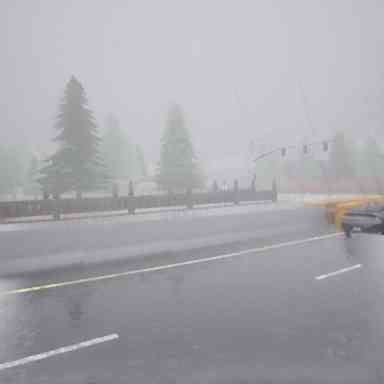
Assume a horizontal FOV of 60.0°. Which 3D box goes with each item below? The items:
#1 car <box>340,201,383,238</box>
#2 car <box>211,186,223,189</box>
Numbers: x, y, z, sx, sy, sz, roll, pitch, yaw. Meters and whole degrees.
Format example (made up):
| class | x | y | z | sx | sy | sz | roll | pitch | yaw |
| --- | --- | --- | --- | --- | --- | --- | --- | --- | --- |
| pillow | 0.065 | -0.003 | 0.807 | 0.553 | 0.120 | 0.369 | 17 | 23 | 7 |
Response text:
| class | x | y | z | sx | sy | sz | roll | pitch | yaw |
| --- | --- | --- | --- | --- | --- | --- | --- | --- | --- |
| car | 8.242 | 1.114 | 14.038 | 4.902 | 1.511 | 2.128 | -3 | 2 | -35 |
| car | 5.069 | -0.120 | 66.210 | 2.150 | 2.045 | 5.566 | -3 | 2 | -35 |
